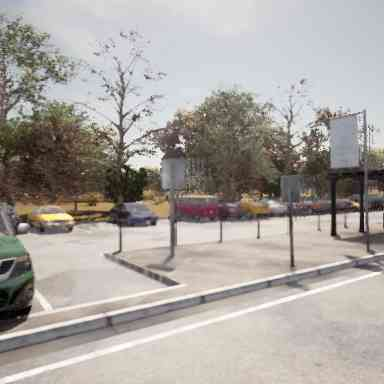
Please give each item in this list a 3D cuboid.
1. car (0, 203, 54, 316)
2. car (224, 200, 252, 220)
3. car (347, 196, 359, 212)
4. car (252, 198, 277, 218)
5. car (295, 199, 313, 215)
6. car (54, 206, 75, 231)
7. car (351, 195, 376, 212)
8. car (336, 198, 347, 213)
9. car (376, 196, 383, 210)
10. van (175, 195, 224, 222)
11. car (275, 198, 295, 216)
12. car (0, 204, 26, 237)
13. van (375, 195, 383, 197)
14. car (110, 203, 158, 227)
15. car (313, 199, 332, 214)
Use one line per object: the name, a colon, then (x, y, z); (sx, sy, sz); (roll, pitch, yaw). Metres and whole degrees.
car: (-4.935, 1.236, 7.052); (2.435, 2.045, 5.566); (0, 0, -36)
car: (2.521, 1.546, 28.512); (2.002, 1.452, 4.674); (0, 0, -36)
car: (16.042, 1.557, 38.235); (2.163, 1.488, 4.792); (0, 0, -36)
car: (4.780, 1.508, 30.128); (2.097, 1.535, 5.008); (0, 0, -36)
car: (9.272, 1.390, 33.390); (2.185, 1.767, 4.553); (0, 0, -36)
car: (-8.654, 1.489, 20.283); (1.946, 1.575, 5.366); (0, 0, -36)
car: (18.423, 1.529, 39.676); (1.946, 1.575, 5.366); (0, 0, -36)
car: (13.807, 1.524, 36.591); (2.231, 1.521, 4.892); (0, 0, -36)
car: (20.555, 1.566, 41.468); (2.163, 1.488, 4.792); (0, 0, -36)
van: (0.196, 1.277, 26.994); (1.878, 1.987, 4.442); (0, 0, -36)
car: (7.035, 1.552, 31.746); (2.002, 1.452, 4.674); (0, 0, -36)
car: (-11.036, 1.519, 18.842); (2.163, 1.488, 4.792); (0, 0, -36)
van: (22.896, 1.316, 42.964); (1.878, 1.987, 4.442); (0, 0, -36)
car: (-4.232, 1.527, 23.644); (2.163, 1.488, 4.792); (0, 0, -36)
car: (11.544, 1.519, 34.985); (2.097, 1.535, 5.008); (0, 0, -36)
